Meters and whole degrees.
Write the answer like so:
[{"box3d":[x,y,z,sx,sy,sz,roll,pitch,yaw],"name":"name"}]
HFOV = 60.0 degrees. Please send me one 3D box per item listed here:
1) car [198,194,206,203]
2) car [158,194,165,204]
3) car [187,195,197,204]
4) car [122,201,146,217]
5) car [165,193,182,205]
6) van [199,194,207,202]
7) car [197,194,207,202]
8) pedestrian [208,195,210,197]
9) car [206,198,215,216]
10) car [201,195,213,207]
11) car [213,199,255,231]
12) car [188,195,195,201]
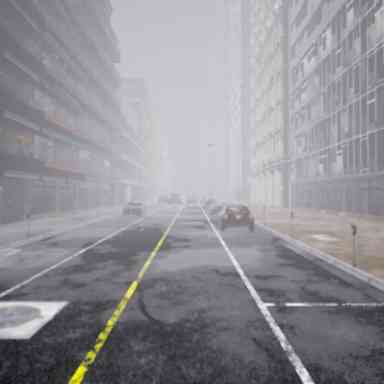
[{"box3d":[2.486,1.576,64.523,1.802,1.307,4.206,1,0,0],"name":"car"},{"box3d":[-5.392,1.311,64.501,2.192,1.841,5.009,1,0,0],"name":"car"},{"box3d":[-0.077,1.624,64.633,1.895,1.301,4.718,0,0,0],"name":"car"},{"box3d":[-5.348,1.527,31.286,1.887,1.381,4.507,1,0,0],"name":"car"},{"box3d":[-2.883,1.209,57.135,2.150,2.045,5.566,0,0,0],"name":"car"},{"box3d":[2.472,1.349,75.594,1.690,1.788,3.998,0,0,0],"name":"van"},{"box3d":[2.465,1.331,81.129,2.192,1.841,5.009,0,0,0],"name":"car"},{"box3d":[2.680,1.278,52.283,0.375,1.860,0.375,1,-1,0],"name":"pedestrian"},{"box3d":[2.532,1.562,31.310,1.802,1.307,4.206,1,0,0],"name":"car"},{"box3d":[2.684,1.509,49.436,1.812,1.442,4.674,0,0,0],"name":"car"},{"box3d":[2.549,1.423,20.238,1.967,1.590,4.097,1,0,0],"name":"car"},{"box3d":[-0.112,1.477,83.015,1.895,1.301,4.718,0,0,0],"name":"car"}]
